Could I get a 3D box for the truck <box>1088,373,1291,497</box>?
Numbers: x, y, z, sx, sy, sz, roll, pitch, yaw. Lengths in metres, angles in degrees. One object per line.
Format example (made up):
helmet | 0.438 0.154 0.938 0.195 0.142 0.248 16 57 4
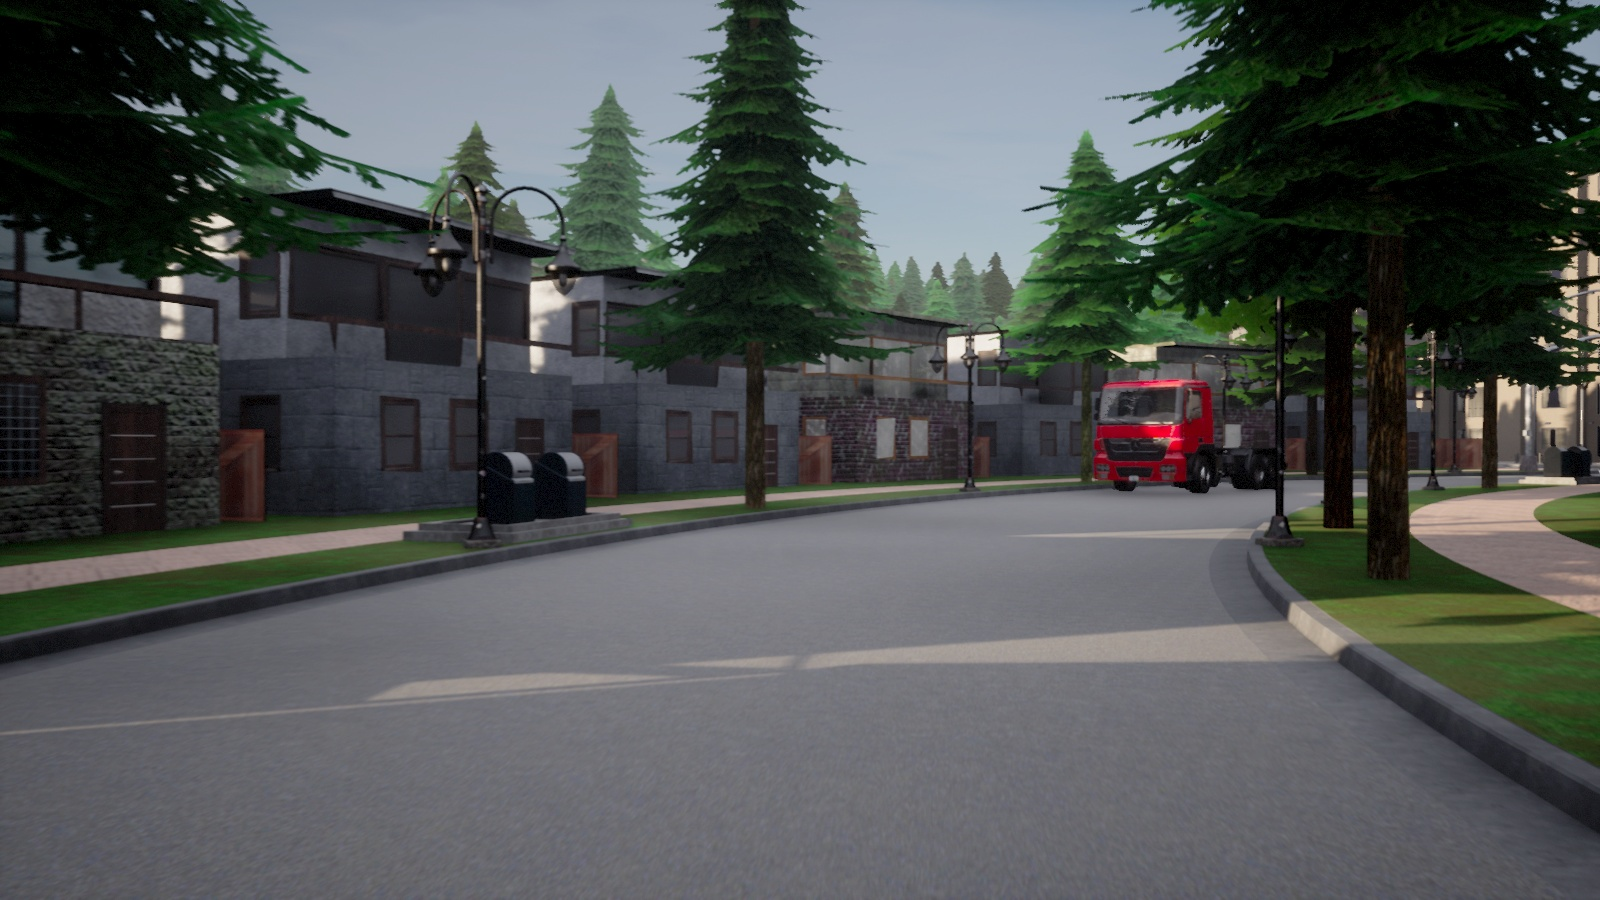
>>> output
truck | 12.290 -0.439 39.131 2.891 3.462 7.936 0 0 43
